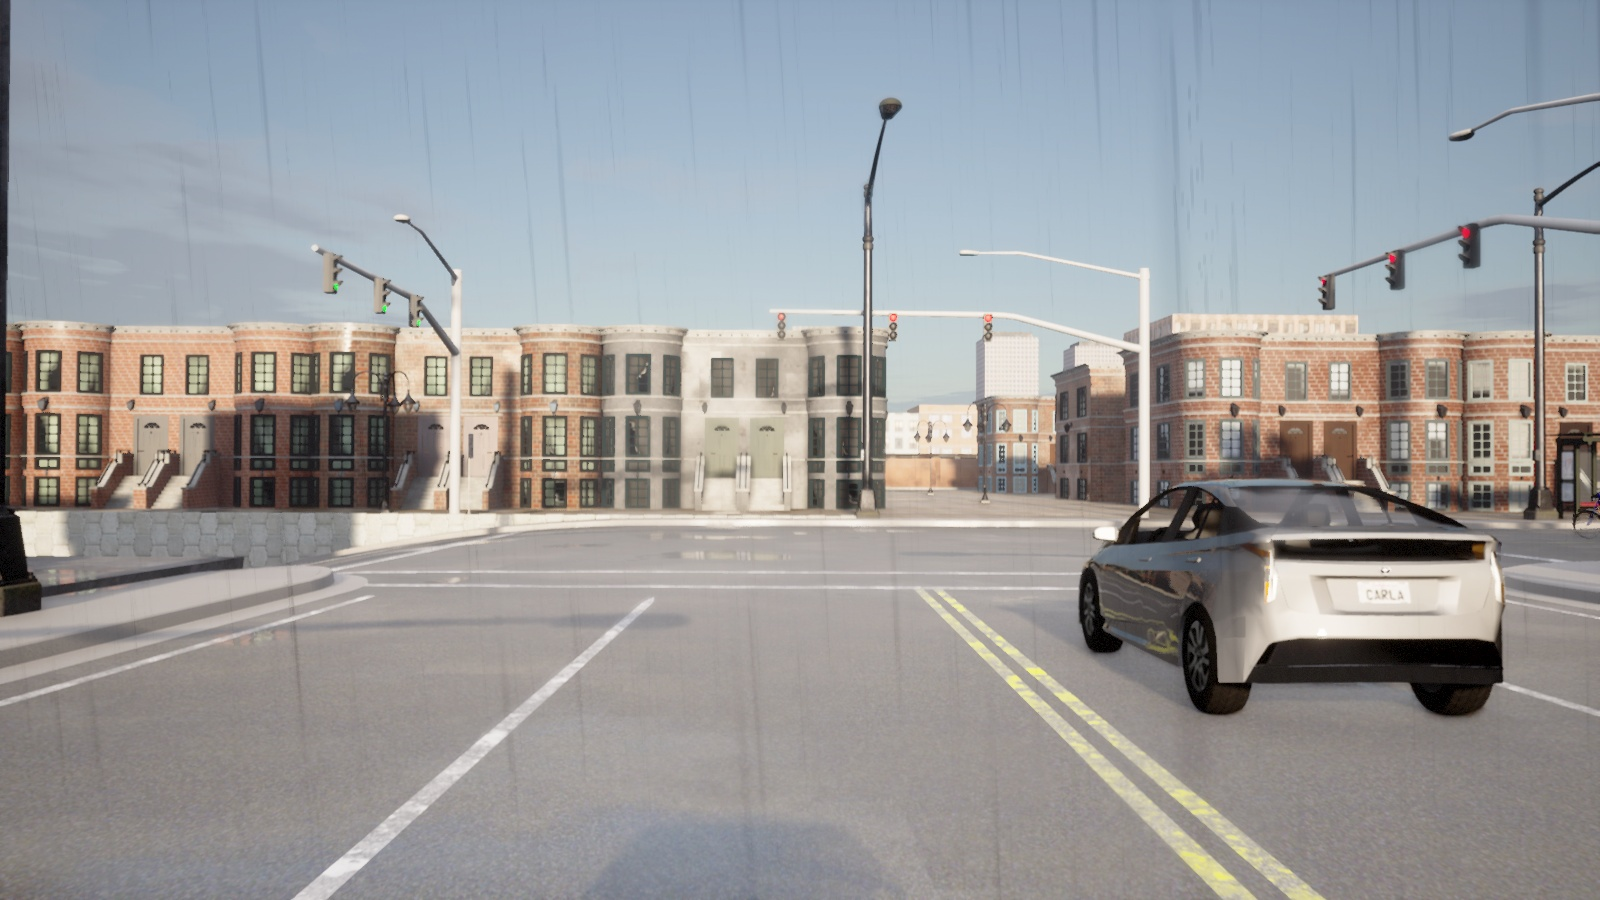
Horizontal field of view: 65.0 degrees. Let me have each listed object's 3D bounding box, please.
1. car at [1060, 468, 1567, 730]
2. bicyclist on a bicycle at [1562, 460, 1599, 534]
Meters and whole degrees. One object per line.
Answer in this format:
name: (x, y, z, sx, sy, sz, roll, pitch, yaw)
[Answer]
car: (3.477, 0.912, 9.622, 2.007, 1.525, 4.514, 0, -1, 0)
bicyclist on a bicycle: (19.676, 1.128, 30.549, 1.843, 1.776, 0.659, 0, -1, 0)
